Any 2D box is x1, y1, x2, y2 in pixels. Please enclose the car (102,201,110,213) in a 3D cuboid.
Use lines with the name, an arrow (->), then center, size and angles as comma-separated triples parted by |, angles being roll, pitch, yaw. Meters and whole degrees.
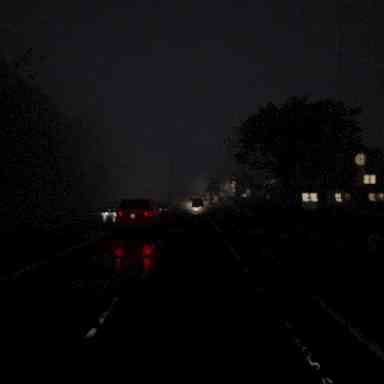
car -> -9.827, 1.803, 42.125 | 2.033, 1.411, 5.357 | 0, 0, 0

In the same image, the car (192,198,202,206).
car -> 0.981, 1.911, 65.182 | 1.812, 1.442, 4.674 | 0, 0, 0

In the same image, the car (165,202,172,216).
car -> -3.149, 1.764, 35.036 | 2.033, 1.411, 5.357 | 0, 0, 0

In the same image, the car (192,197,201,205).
car -> 0.981, 1.922, 71.182 | 1.837, 1.490, 4.892 | 0, 0, 0

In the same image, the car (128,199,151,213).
car -> -6.576, 1.748, 42.420 | 2.128, 1.511, 4.902 | 0, 0, 0

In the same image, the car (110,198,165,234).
car -> -3.153, 1.352, 20.389 | 2.150, 2.045, 5.566 | 0, 0, 0

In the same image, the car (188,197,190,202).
car -> 0.009, 1.926, 88.810 | 2.033, 1.411, 5.357 | 0, 0, 0

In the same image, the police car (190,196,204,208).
police car -> 0.980, 1.757, 55.293 | 1.930, 1.638, 5.238 | 0, 0, 0
